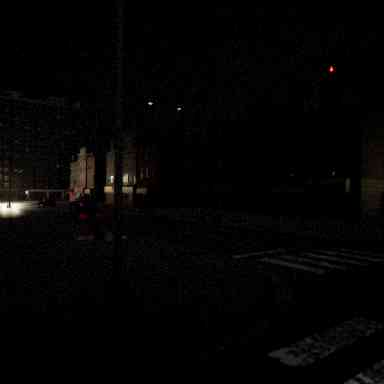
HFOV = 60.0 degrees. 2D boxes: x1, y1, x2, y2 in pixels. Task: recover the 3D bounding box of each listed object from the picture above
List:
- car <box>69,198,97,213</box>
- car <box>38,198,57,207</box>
[{"bbox_3d":[-12.681,1.474,38.686,2.097,1.767,4.553,1,-1,-35],"label":"car"},{"bbox_3d":[-23.451,1.711,53.871,2.033,1.411,5.357,1,-1,-36],"label":"car"}]
